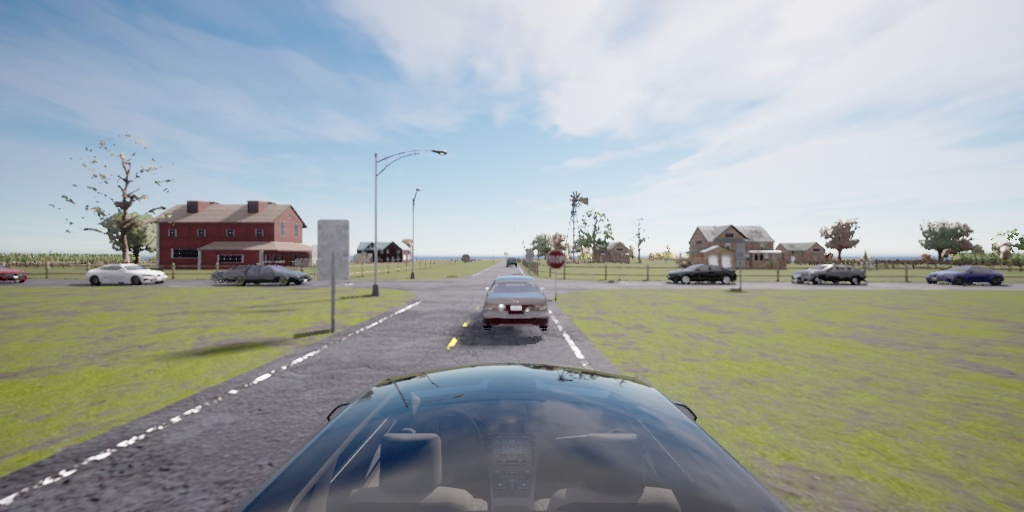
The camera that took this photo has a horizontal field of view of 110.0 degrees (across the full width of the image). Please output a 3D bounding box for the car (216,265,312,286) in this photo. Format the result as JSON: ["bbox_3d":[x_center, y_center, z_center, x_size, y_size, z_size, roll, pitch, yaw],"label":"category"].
[{"bbox_3d":[-17.253,1.351,25.379,5.357,1.411,2.033,0,0,0],"label":"car"}]

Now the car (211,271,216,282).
[{"bbox_3d":[-21.187,1.363,28.361,4.181,1.385,1.994,0,0,0],"label":"car"}]

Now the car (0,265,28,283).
[{"bbox_3d":[-37.787,1.228,25.546,5.008,1.535,1.882,0,0,1],"label":"car"}]

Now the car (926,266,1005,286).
[{"bbox_3d":[35.256,1.521,27.921,4.674,1.442,1.812,0,0,1],"label":"car"}]

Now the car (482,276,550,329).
[{"bbox_3d":[0.097,1.339,11.380,2.033,1.411,5.357,0,0,0],"label":"car"}]

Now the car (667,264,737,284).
[{"bbox_3d":[14.812,1.390,28.089,5.008,1.535,1.882,0,0,0],"label":"car"}]

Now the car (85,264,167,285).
[{"bbox_3d":[-27.348,1.302,25.462,4.674,1.442,1.812,0,0,1],"label":"car"}]

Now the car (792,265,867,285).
[{"bbox_3d":[24.662,1.441,28.012,4.902,1.511,2.128,0,0,1],"label":"car"}]
